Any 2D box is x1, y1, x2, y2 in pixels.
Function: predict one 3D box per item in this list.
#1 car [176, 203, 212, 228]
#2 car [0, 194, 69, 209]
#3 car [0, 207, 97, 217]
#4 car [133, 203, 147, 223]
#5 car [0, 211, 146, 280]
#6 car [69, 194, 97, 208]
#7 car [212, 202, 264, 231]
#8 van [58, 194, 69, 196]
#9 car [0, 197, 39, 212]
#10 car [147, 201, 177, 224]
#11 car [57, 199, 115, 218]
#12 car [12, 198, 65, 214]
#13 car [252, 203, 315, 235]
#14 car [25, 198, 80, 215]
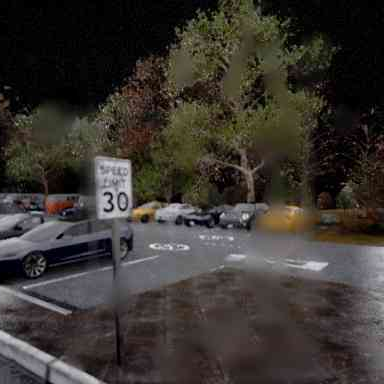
[{"bbox_3d":[1.410,1.577,22.972,2.163,1.488,4.792,0,0,36],"label":"car"},{"bbox_3d":[-8.488,1.285,14.064,2.435,2.045,5.566,0,0,36],"label":"car"},{"bbox_3d":[-6.256,1.555,12.417,2.097,1.535,5.008,0,0,36],"label":"car"},{"bbox_3d":[-3.166,1.507,26.099,1.946,1.575,5.366,0,0,36],"label":"car"},{"bbox_3d":[-4.029,1.603,10.759,2.163,1.488,4.792,0,0,36],"label":"car"},{"bbox_3d":[-7.523,1.222,29.524,2.435,2.045,5.566,0,0,36],"label":"car"},{"bbox_3d":[3.588,1.439,21.467,2.185,1.767,4.553,0,0,36],"label":"car"},{"bbox_3d":[-12.055,1.211,32.921,1.878,1.987,4.442,0,0,36],"label":"van"},{"bbox_3d":[-20.983,1.420,39.261,2.097,1.535,5.008,0,0,36],"label":"car"},{"bbox_3d":[-0.817,1.569,24.620,2.002,1.452,4.674,0,0,36],"label":"car"},{"bbox_3d":[-9.799,1.484,31.105,2.163,1.488,4.792,0,0,36],"label":"car"},{"bbox_3d":[-16.487,1.448,36.028,2.163,1.488,4.792,0,0,36],"label":"car"},{"bbox_3d":[5.809,1.583,19.810,2.097,1.535,5.008,0,0,36],"label":"car"},{"bbox_3d":[-14.351,1.454,34.478,2.163,1.488,4.792,0,0,36],"label":"car"}]
